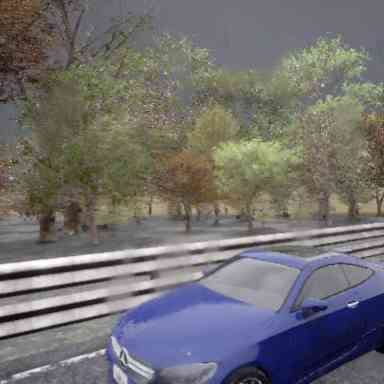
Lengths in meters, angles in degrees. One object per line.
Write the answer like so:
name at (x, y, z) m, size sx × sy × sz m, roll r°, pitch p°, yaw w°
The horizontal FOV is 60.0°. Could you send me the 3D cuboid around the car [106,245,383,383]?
car at (1.209, 1.526, 4.547) m, size 4.674 × 1.442 × 1.812 m, roll 0°, pitch 0°, yaw -35°
